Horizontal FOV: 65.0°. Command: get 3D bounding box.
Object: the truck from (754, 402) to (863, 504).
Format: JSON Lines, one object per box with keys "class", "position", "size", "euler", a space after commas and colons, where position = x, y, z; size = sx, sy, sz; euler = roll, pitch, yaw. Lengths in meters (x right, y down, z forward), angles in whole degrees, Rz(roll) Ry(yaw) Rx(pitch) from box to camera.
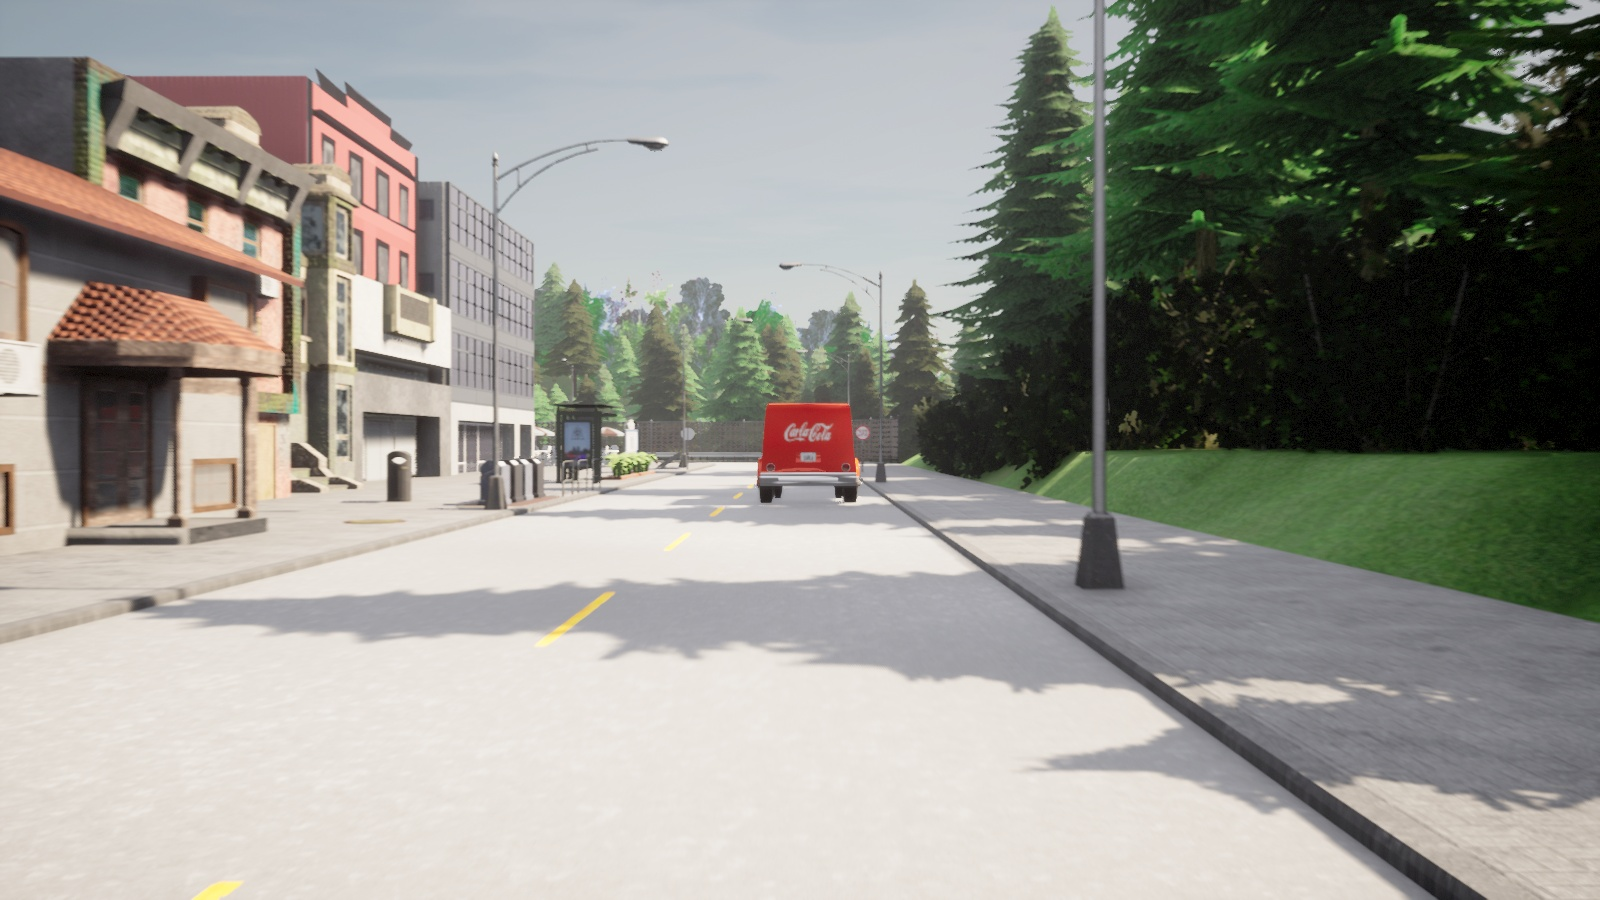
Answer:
{"class": "truck", "position": [0.221, 0.071, 32.880], "size": [2.627, 2.467, 5.204], "euler": [0, 0, 0]}
